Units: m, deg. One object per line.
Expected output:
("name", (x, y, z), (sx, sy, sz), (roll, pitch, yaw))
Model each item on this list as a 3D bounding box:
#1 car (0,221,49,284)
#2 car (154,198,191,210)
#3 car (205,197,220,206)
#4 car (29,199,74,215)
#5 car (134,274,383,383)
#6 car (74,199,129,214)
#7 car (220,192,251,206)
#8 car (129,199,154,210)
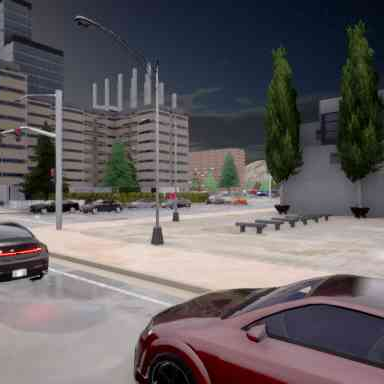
("car", (-5.587, 1.505, 8.764), (4.892, 1.490, 1.837), (0, 0, 40))
("car", (-2.122, 1.490, 43.822), (2.128, 1.511, 4.902), (0, 0, 40))
("car", (4.081, 1.564, 56.494), (1.994, 1.385, 4.181), (0, 0, 41))
("car", (-14.332, 1.478, 34.840), (1.882, 1.535, 5.008), (0, 0, 40))
("car", (1.390, 1.564, 3.252), (4.181, 1.385, 1.994), (0, 0, 37))
("car", (-9.475, 1.505, 35.155), (1.837, 1.490, 4.892), (0, 0, 40))
("car", (7.263, 1.351, 54.826), (2.097, 1.767, 4.553), (0, 0, 41))
("car", (-6.697, 1.601, 43.840), (1.895, 1.301, 4.718), (0, 0, 40))
